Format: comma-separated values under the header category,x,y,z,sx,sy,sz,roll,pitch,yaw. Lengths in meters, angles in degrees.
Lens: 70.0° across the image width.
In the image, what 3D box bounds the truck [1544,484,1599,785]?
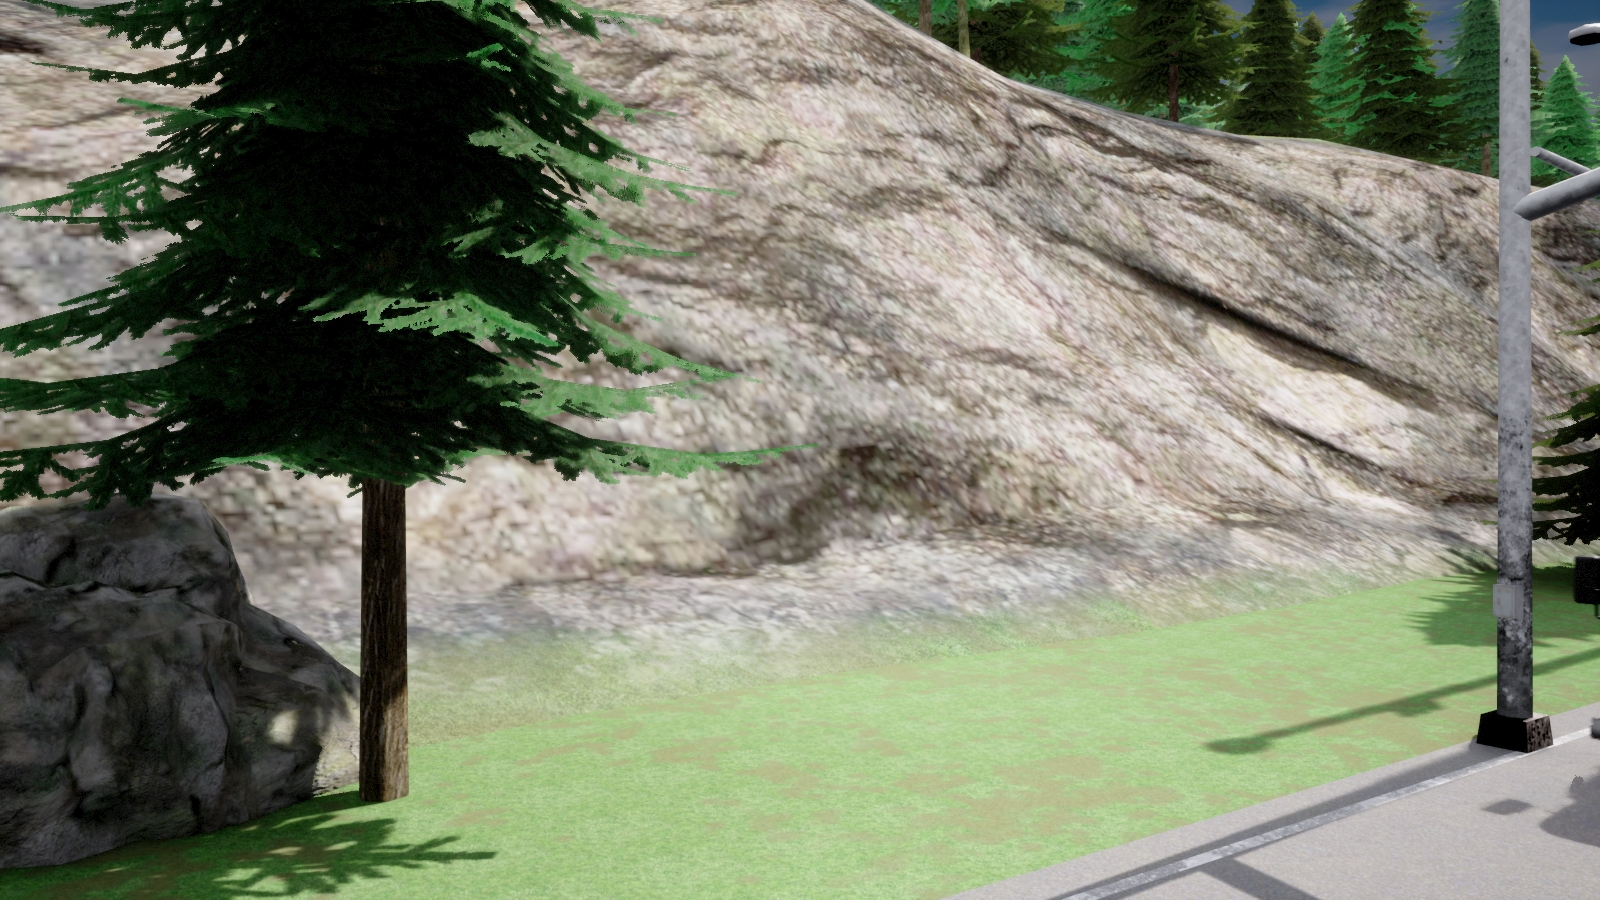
category,x,y,z,sx,sy,sz,roll,pitch,yaw
truck,9.298,1.547,10.250,5.204,2.467,2.627,0,0,-35
